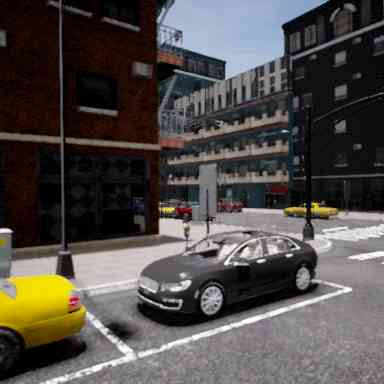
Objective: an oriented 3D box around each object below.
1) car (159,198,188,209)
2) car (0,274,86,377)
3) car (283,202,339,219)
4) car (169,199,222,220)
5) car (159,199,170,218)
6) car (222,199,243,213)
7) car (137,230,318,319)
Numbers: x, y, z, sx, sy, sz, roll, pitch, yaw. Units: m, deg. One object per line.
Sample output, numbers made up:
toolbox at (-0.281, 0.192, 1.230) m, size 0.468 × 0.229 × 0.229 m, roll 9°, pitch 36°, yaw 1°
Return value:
car at (-2.633, 1.604, 46.636) m, size 2.008 × 1.369 × 4.403 m, roll -1°, pitch 1°, yaw -36°
car at (-3.791, 1.525, 3.870) m, size 4.829 × 1.417 × 1.752 m, roll 0°, pitch -1°, yaw -35°
car at (10.148, 1.522, 28.770) m, size 1.752 × 1.417 × 4.829 m, roll -1°, pitch 1°, yaw -36°
car at (0.210, 1.567, 28.258) m, size 1.967 × 1.590 × 4.097 m, roll -1°, pitch 1°, yaw -36°
car at (-2.909, 1.666, 32.620) m, size 1.752 × 1.417 × 4.829 m, roll -1°, pitch 1°, yaw -36°
car at (3.806, 1.464, 37.633) m, size 1.967 × 1.590 × 4.097 m, roll -1°, pitch 1°, yaw -36°
car at (0.959, 1.554, 7.256) m, size 4.403 × 1.369 × 2.008 m, roll 0°, pitch -1°, yaw -35°
